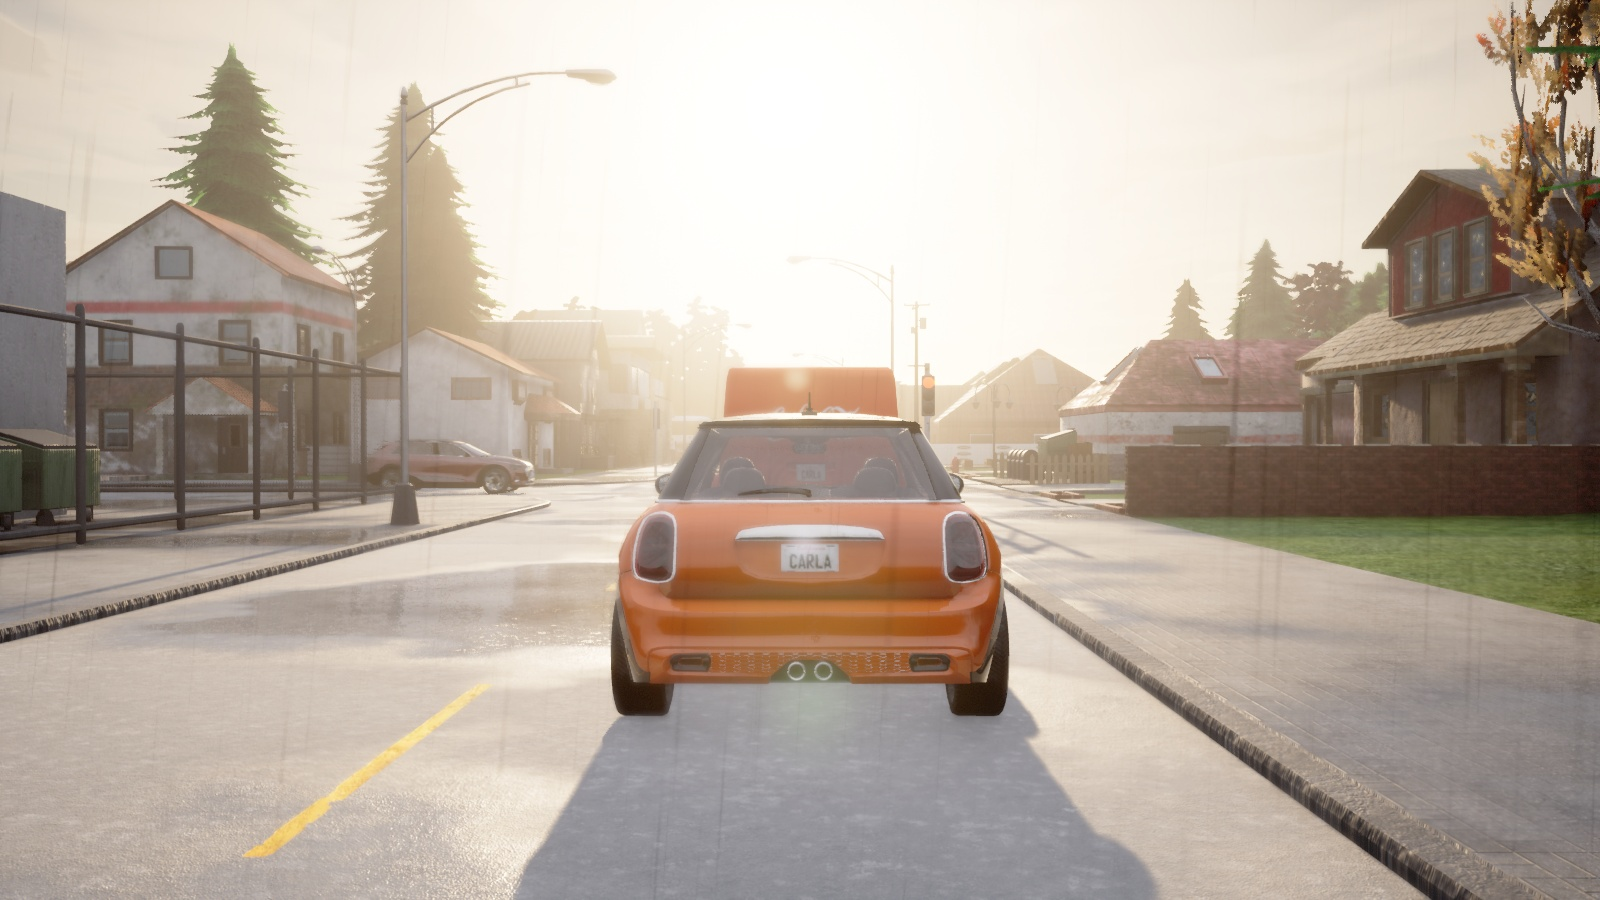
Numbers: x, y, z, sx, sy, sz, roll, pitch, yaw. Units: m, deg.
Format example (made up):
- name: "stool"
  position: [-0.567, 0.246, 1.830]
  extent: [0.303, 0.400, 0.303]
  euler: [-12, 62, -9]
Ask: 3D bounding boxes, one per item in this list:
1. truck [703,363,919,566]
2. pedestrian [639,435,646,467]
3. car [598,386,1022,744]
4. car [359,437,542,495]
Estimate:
- name: "truck"
  position: [0.125, 0.159, 17.875]
  extent: [2.627, 2.467, 5.204]
  euler: [0, 0, 0]
- name: "pedestrian"
  position: [-8.943, 0.045, 71.468]
  extent: [0.331, 1.846, 0.634]
  euler: [0, 0, 0]
- name: "car"
  position: [0.062, 0.557, 8.482]
  extent: [2.097, 1.767, 4.553]
  euler: [0, 0, 0]
- name: "car"
  position: [-10.280, 0.458, 37.196]
  extent: [4.856, 1.649, 2.033]
  euler: [0, 0, 0]
